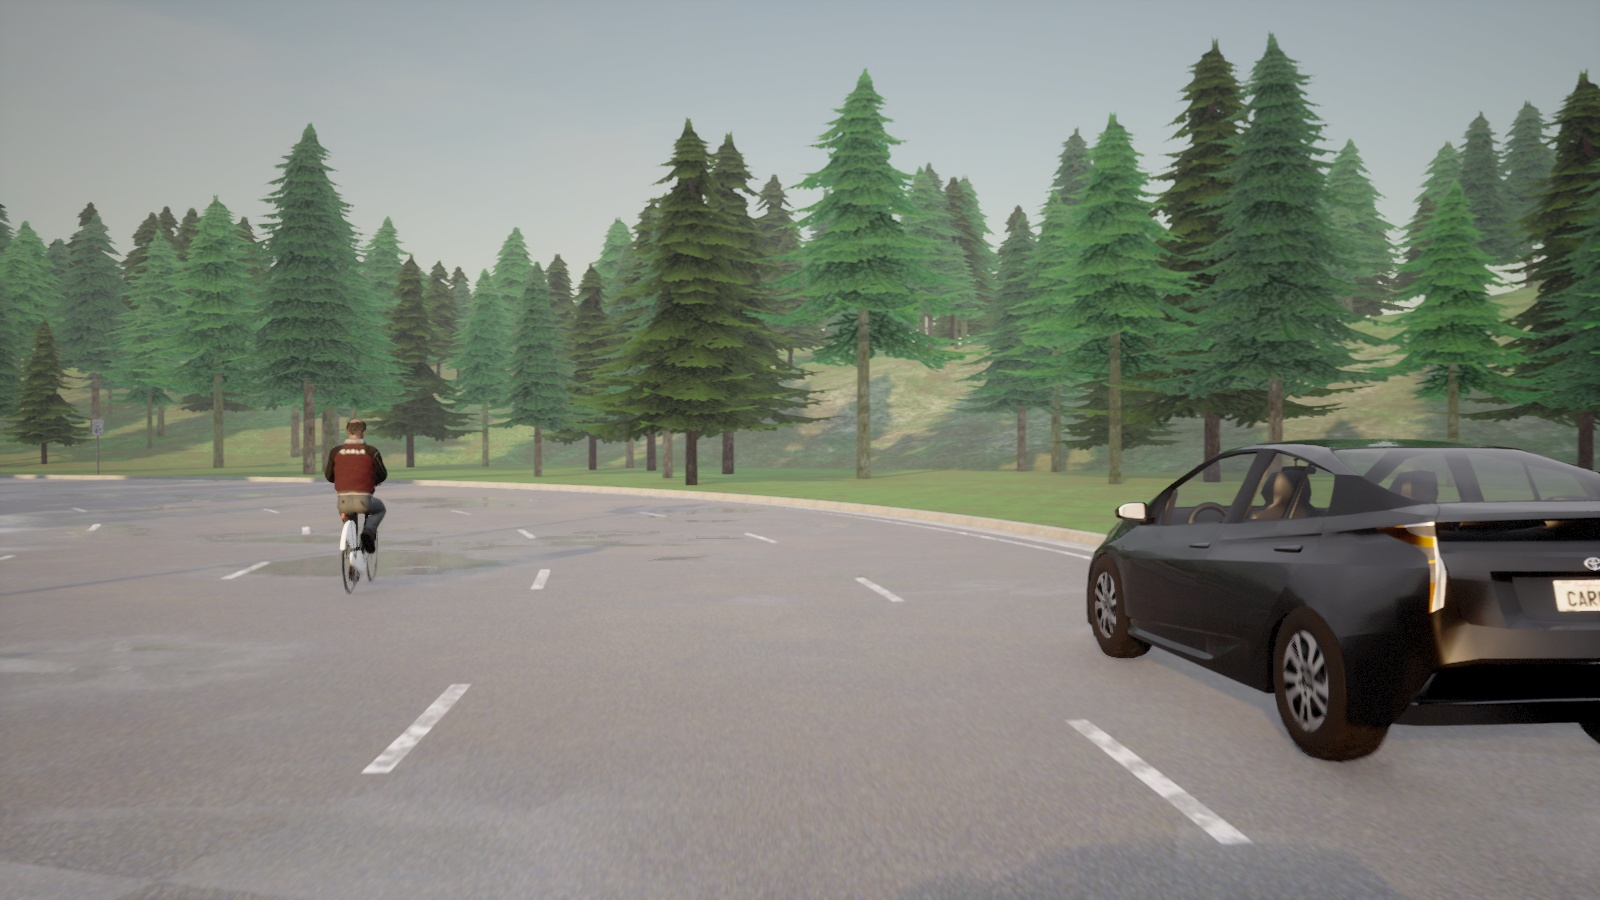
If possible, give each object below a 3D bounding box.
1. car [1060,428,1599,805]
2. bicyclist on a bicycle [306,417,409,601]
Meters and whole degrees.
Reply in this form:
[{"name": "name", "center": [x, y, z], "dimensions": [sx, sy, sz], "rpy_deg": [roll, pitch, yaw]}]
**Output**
[{"name": "car", "center": [3.154, 0.663, 7.399], "dimensions": [2.007, 1.525, 4.514], "rpy_deg": [0, 0, -4]}, {"name": "bicyclist on a bicycle", "center": [-4.571, 0.561, 13.094], "dimensions": [0.659, 1.776, 1.843], "rpy_deg": [-1, 1, -9]}]
